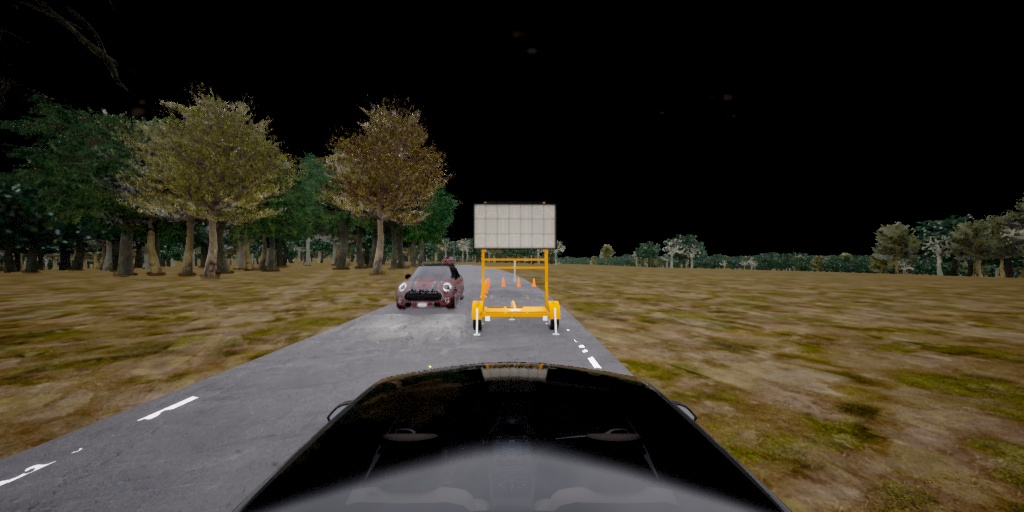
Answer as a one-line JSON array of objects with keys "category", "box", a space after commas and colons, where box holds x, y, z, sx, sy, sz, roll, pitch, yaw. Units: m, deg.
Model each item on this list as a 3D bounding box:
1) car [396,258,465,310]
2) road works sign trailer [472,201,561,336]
[{"category": "car", "box": [-3.151, 1.100, 14.628, 2.097, 1.767, 4.553, 0, 0, -2]}, {"category": "road works sign trailer", "box": [0.077, 0.214, 10.436, 2.380, 3.560, 2.880, 0, 0, -2]}]
